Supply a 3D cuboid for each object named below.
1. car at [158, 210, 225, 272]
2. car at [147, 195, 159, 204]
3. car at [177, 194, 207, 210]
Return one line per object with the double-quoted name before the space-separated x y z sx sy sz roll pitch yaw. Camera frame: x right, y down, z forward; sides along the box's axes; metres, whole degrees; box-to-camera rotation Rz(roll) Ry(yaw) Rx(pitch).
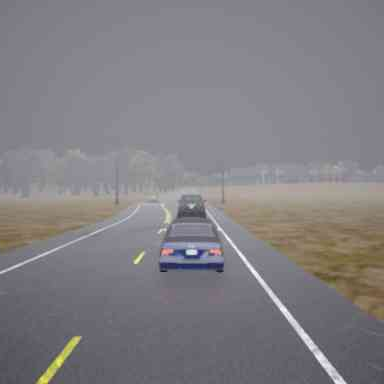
"car" 0.002 1.528 10.696 2.033 1.411 5.357 0 0 0
"car" -6.945 1.344 59.074 1.812 1.442 4.674 0 1 -3
"car" -0.017 1.174 26.788 2.150 2.045 5.566 0 0 0
